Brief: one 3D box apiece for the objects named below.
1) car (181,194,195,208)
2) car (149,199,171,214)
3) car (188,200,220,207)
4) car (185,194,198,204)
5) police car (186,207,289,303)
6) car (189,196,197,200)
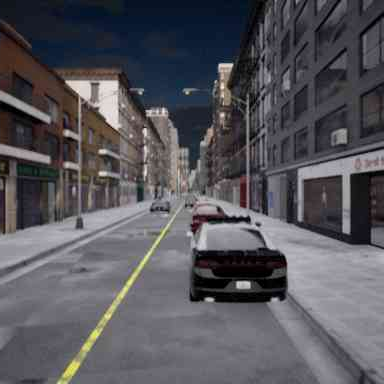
[{"bbox_3d":[-0.075,1.398,45.120,2.033,1.411,5.357,0,0,0],"label":"car"},{"bbox_3d":[-3.170,1.442,34.095,1.994,1.385,4.181,0,0,0],"label":"car"},{"bbox_3d":[0.863,1.407,18.219,1.882,1.535,5.008,0,0,0],"label":"car"},{"bbox_3d":[-0.119,1.182,58.343,2.097,1.767,4.553,0,0,0],"label":"car"},{"bbox_3d":[0.883,1.391,8.328,1.930,1.638,5.238,0,0,0],"label":"police car"},{"bbox_3d":[0.851,1.364,24.409,1.801,1.575,5.366,0,0,0],"label":"car"}]
